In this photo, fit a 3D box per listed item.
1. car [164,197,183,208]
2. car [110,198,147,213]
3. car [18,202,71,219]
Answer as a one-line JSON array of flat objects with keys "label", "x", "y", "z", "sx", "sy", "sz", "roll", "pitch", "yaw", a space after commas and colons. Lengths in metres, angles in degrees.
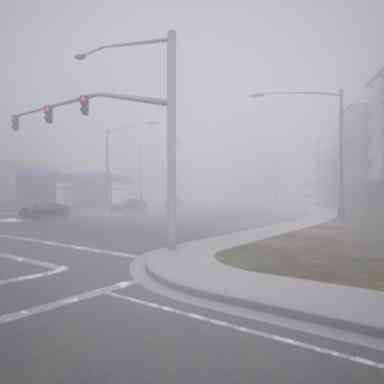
[{"label": "car", "x": -2.655, "y": 1.482, "z": 48.369, "sx": 1.837, "sy": 1.490, "sz": 4.892, "roll": 0, "pitch": 1, "yaw": 12}, {"label": "car", "x": -7.002, "y": 1.460, "z": 37.033, "sx": 1.882, "sy": 1.535, "sz": 5.008, "roll": 0, "pitch": 0, "yaw": 29}, {"label": "car", "x": -12.650, "y": 1.546, "z": 28.760, "sx": 1.994, "sy": 1.385, "sz": 4.181, "roll": 0, "pitch": 0, "yaw": 36}]
